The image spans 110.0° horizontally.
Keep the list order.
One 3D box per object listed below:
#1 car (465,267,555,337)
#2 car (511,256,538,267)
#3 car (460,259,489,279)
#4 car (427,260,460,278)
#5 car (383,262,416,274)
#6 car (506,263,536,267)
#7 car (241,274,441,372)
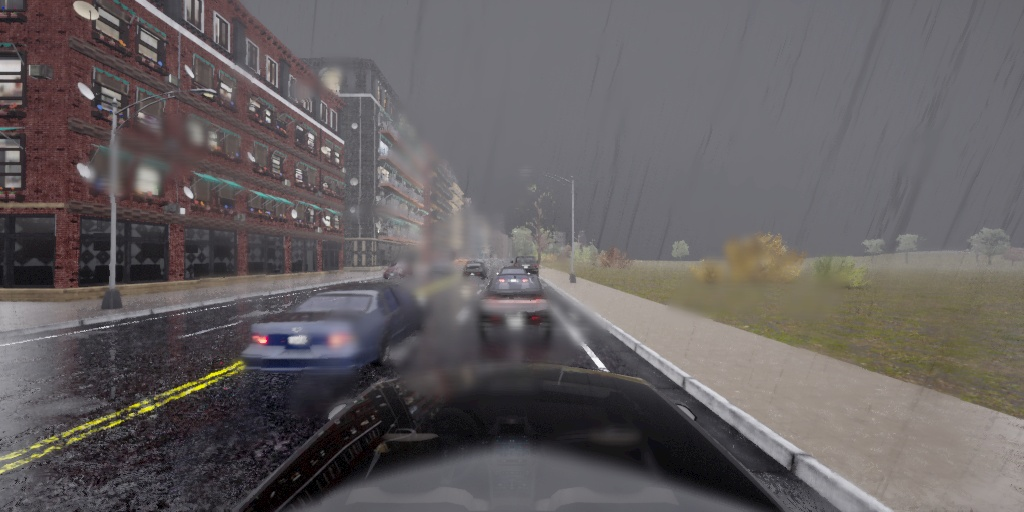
[{"bbox_3d":[0.087,1.243,10.292,2.128,1.511,4.902,0,0,0],"label":"car"},{"bbox_3d":[1.088,0.979,30.944,2.150,2.045,5.566,0,0,0],"label":"car"},{"bbox_3d":[-3.202,1.259,32.156,1.837,1.490,4.892,0,0,0],"label":"car"},{"bbox_3d":[-6.656,1.301,34.175,2.033,1.411,5.357,0,0,0],"label":"car"},{"bbox_3d":[-9.901,1.279,31.889,1.812,1.442,4.674,0,0,0],"label":"car"},{"bbox_3d":[0.072,1.300,20.732,2.033,1.411,5.357,0,0,0],"label":"car"},{"bbox_3d":[-3.161,1.298,7.824,2.033,1.411,5.357,0,0,0],"label":"car"}]
